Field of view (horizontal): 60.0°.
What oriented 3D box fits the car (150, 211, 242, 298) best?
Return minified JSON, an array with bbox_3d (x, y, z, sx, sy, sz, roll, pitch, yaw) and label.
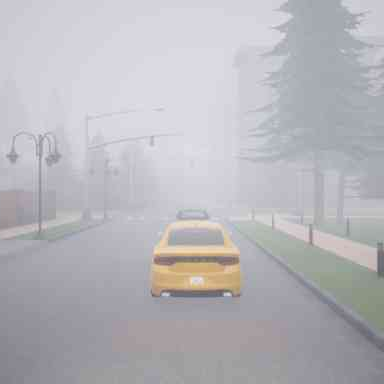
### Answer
[{"bbox_3d":[0.082,1.478,8.596,1.882,1.535,5.008,0,0,0],"label":"car"}]
